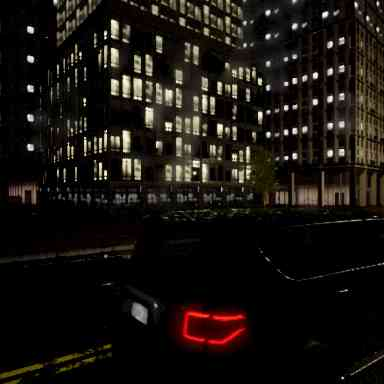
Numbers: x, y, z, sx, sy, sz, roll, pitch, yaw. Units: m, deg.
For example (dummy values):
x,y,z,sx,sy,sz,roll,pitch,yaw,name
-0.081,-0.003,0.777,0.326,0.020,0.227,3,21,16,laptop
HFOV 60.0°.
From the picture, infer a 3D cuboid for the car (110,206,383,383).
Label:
x,y,z,sx,sy,sz,roll,pitch,yaw,name
1.669,1.221,4.694,5.566,2.045,2.150,0,0,-36,car
